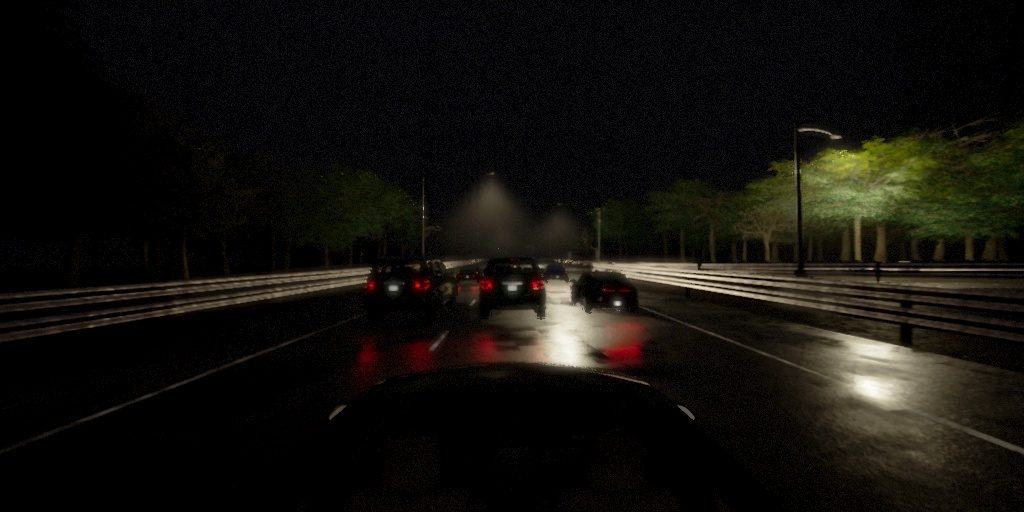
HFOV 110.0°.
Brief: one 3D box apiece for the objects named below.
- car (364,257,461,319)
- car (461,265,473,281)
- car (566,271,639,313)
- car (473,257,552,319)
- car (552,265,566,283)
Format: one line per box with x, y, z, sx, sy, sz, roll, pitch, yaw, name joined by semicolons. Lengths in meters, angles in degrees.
-3.463;1.044;13.215;2.150;2.045;5.566;0;0;0;car
-3.441;1.436;30.051;1.812;1.442;4.674;0;0;1;car
3.548;1.335;14.399;1.837;1.490;4.892;0;0;1;car
0.038;1.045;13.326;2.150;2.045;5.566;0;0;0;car
3.560;1.436;30.067;1.812;1.442;4.674;0;0;0;car
